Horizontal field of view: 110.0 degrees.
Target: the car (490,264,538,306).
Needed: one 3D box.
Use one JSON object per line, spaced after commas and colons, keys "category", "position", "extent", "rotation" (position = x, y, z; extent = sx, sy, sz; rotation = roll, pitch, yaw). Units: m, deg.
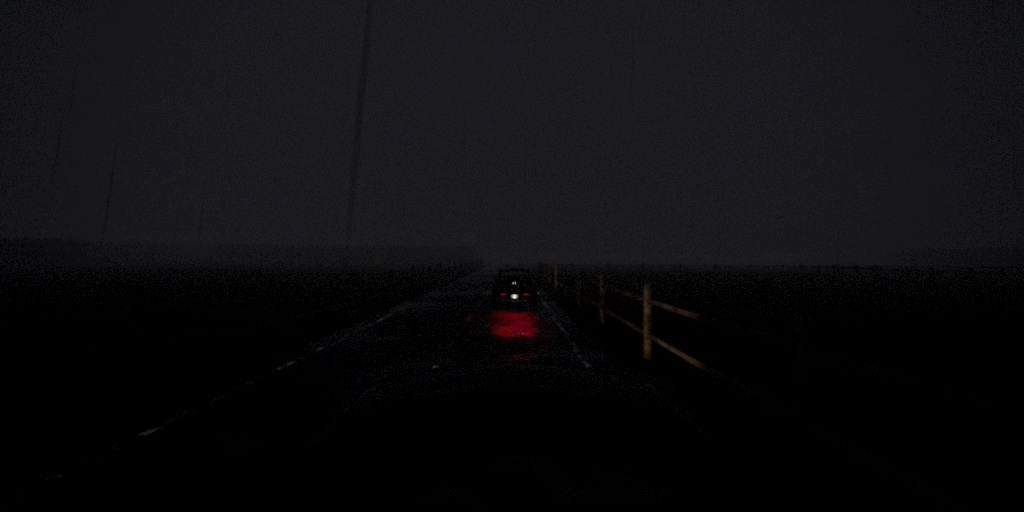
{"category": "car", "position": [0.097, 1.263, 15.852], "extent": [1.837, 1.490, 4.892], "rotation": [0, 0, 0]}
